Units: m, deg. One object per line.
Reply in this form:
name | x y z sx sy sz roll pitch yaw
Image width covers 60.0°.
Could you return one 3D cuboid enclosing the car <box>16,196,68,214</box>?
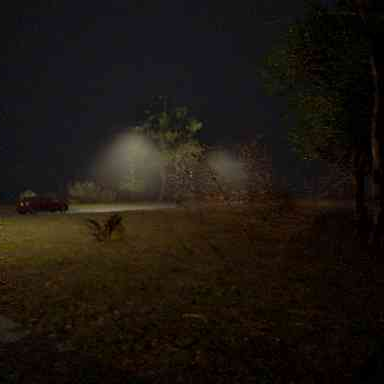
car | -14.289 1.176 32.094 2.097 1.767 4.553 -2 -1 35
